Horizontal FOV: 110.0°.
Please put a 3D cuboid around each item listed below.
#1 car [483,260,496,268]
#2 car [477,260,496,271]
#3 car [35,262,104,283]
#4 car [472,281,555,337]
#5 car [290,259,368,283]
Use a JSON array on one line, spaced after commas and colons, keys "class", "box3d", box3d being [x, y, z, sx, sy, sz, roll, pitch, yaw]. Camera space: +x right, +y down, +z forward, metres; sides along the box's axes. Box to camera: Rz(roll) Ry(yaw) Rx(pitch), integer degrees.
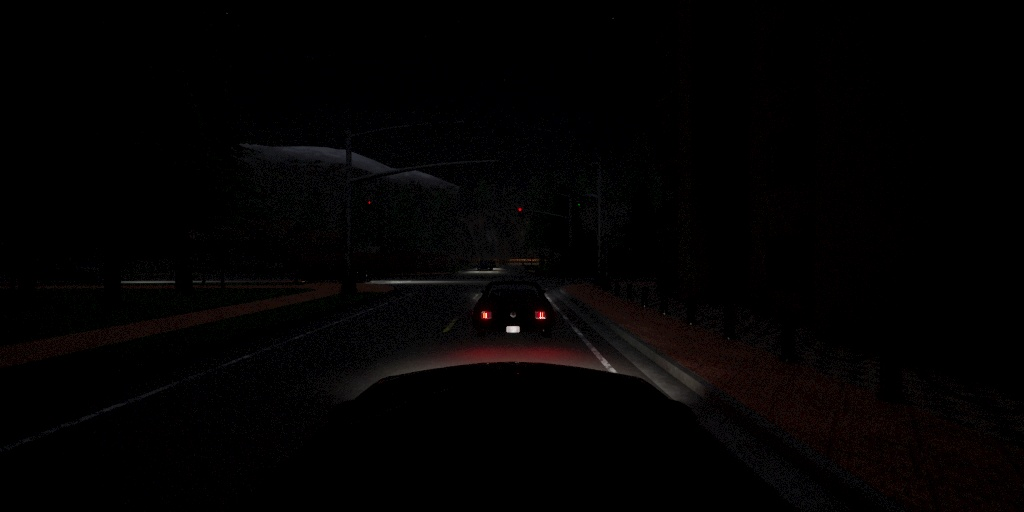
[{"class": "car", "box3d": [-3.710, 1.314, 59.810, 1.994, 1.385, 4.181, 0, 0, 0]}, {"class": "car", "box3d": [-3.691, 1.228, 49.830, 1.882, 1.535, 5.008, 0, 0, 0]}, {"class": "car", "box3d": [-32.351, 1.227, 26.733, 4.902, 1.511, 2.128, 0, 0, -1]}, {"class": "car", "box3d": [0.042, 1.351, 10.230, 1.895, 1.301, 4.718, 0, 0, 0]}, {"class": "car", "box3d": [-13.539, 1.227, 27.242, 4.902, 1.511, 2.128, 0, 0, -2]}]
